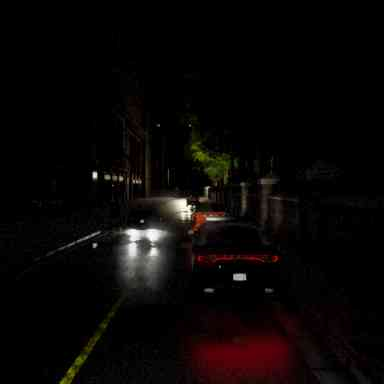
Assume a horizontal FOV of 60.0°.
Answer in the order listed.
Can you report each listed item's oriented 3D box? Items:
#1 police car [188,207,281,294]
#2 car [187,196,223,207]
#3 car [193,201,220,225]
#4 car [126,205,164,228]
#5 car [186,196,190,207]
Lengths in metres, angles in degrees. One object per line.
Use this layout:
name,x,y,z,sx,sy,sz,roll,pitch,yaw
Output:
police car,0.920,1.420,8.947,1.930,1.638,5.238,0,0,0
car,0.943,1.329,18.807,2.097,1.767,4.553,0,0,0
car,0.958,1.467,24.837,1.837,1.490,4.892,0,0,0
car,-2.949,1.535,21.639,1.994,1.385,4.181,0,0,0
car,0.137,1.352,47.803,2.128,1.511,4.902,0,0,1
